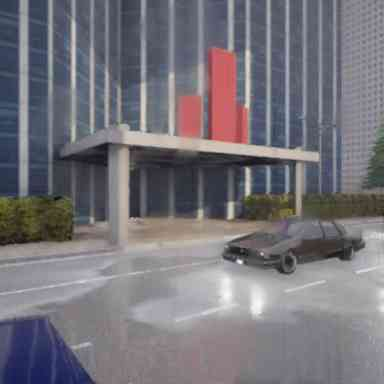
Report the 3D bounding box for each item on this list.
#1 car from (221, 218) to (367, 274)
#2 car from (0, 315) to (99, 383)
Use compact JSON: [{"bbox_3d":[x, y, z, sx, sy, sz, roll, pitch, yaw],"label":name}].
[{"bbox_3d":[3.507,1.556,10.756,5.357,1.411,2.033,0,0,-35],"label":"car"},{"bbox_3d":[-3.051,1.600,1.795,4.718,1.301,1.895,0,0,-35],"label":"car"}]
